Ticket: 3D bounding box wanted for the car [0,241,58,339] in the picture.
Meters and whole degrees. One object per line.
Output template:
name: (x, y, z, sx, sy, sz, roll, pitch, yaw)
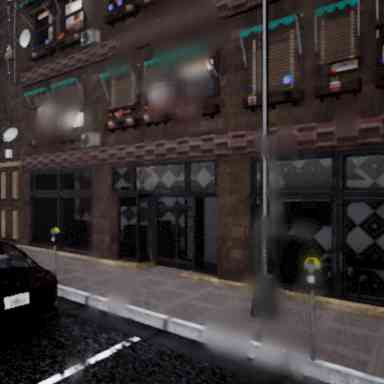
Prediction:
car: (-4.100, 1.519, 5.803, 4.313, 1.339, 1.947, 0, 0, 35)
